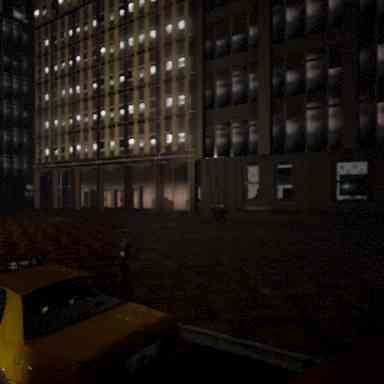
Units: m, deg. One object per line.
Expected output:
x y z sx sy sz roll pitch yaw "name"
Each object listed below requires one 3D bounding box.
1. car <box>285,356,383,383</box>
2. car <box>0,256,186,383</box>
2.457 1.519 1.222 4.507 1.381 1.887 -1 1 34 "car"
-2.386 1.548 4.437 4.829 1.417 1.752 -1 1 34 "car"
